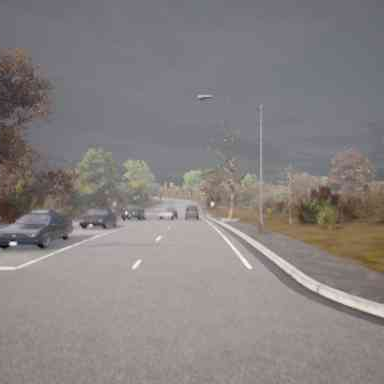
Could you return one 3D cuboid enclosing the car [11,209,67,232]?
[{"bbox_3d":[-10.594,1.927,23.474,1.812,1.442,4.674,0,-2,0],"label":"car"}]

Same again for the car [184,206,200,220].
[{"bbox_3d":[0.006,2.994,45.588,2.128,1.511,4.902,0,-3,0],"label":"car"}]

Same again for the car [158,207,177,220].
[{"bbox_3d":[-3.493,3.127,46.030,1.895,1.301,4.718,0,-3,0],"label":"car"}]

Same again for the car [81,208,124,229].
[{"bbox_3d":[-7.082,2.056,25.959,2.033,1.411,5.357,0,-3,0],"label":"car"}]

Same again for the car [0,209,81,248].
[{"bbox_3d":[-7.116,1.693,15.627,2.033,1.411,5.357,0,-1,-3],"label":"car"}]

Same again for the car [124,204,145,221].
[{"bbox_3d":[-7.068,2.471,40.679,2.150,2.045,5.566,0,-3,0],"label":"car"}]

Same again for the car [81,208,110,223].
[{"bbox_3d":[-10.568,2.559,36.807,1.837,1.490,4.892,0,-3,0],"label":"car"}]
